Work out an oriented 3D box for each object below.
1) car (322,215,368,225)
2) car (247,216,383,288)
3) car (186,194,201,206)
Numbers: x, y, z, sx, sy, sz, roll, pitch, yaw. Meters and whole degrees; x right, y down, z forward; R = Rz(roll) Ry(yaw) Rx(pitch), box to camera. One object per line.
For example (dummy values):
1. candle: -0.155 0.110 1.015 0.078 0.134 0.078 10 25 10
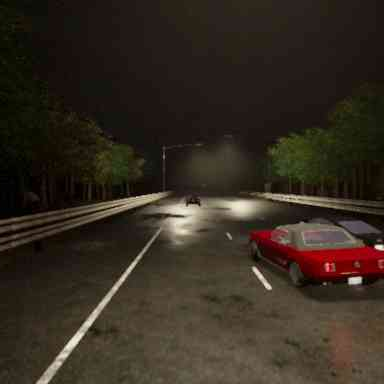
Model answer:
1. car: 4.621 1.474 11.197 1.994 1.385 4.181 1 1 -17
2. car: 3.040 1.520 9.062 1.895 1.301 4.718 -2 1 -8
3. car: 0.149 1.016 41.954 2.033 1.411 5.357 0 1 0
